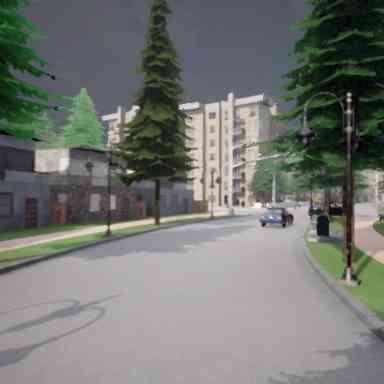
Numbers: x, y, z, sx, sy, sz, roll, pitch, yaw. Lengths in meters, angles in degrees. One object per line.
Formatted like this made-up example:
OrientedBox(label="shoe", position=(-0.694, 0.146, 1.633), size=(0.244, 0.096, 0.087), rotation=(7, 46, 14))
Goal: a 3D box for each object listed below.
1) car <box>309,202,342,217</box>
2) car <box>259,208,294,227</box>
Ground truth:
OrientedBox(label="car", position=(15.462, 1.950, 37.876), size=(4.553, 1.767, 2.097), rotation=(1, -1, -33))
OrientedBox(label="car", position=(6.756, 1.931, 26.261), size=(2.033, 1.411, 5.357), rotation=(0, -1, 26))
